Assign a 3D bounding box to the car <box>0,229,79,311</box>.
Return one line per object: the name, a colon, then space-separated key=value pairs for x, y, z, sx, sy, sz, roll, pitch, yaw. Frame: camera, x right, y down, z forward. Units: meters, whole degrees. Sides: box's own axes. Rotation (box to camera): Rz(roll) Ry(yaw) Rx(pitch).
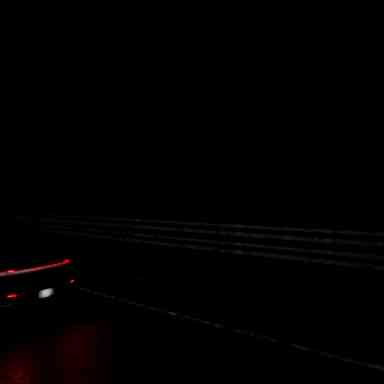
car: x=-4.499 y=1.570 z=7.266 sx=4.902 sy=1.511 sz=2.128 roll=-1 pitch=0 yaw=37
